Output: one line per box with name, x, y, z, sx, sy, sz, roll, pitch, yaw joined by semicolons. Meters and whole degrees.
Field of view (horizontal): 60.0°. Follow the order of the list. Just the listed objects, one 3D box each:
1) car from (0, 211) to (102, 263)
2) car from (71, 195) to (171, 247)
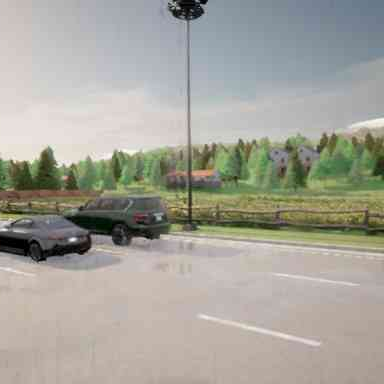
car;-5.542;1.537;11.972;4.181;1.385;1.994;0;1;34
car;-3.532;1.152;14.836;5.566;2.045;2.150;0;1;34
